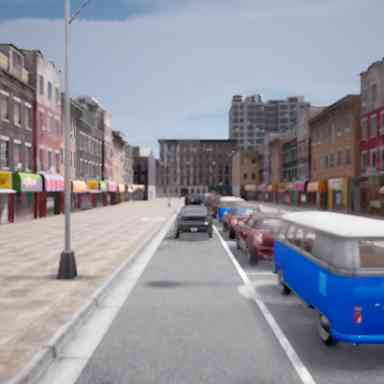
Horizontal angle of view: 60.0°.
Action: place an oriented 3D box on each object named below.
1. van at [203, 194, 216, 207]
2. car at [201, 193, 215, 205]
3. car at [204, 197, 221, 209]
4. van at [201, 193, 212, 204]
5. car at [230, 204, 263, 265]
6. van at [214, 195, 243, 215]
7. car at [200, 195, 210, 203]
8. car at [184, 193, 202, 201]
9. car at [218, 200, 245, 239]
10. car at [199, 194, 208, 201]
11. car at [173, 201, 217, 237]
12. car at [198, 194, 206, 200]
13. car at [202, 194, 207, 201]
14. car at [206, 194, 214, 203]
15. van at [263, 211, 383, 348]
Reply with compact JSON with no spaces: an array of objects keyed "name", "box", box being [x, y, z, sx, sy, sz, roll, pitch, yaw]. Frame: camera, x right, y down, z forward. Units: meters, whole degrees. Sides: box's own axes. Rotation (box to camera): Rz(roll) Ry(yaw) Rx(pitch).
[{"name":"van","box":[2.616,1.211,49.866,1.690,1.788,3.998,0,0,0]},{"name":"car","box":[2.614,1.172,55.341,2.192,1.841,5.009,0,0,0]},{"name":"car","box":[2.619,1.434,44.391,2.008,1.369,4.403,0,0,0]},{"name":"van","box":[2.612,1.185,60.817,1.690,1.788,3.998,0,0,0]},{"name":"car","box":[2.631,1.406,11.538,1.967,1.590,4.097,0,0,0]},{"name":"van","box":[2.626,1.277,22.489,1.690,1.788,3.998,0,0,0]},{"name":"car","box":[2.611,1.355,66.463,1.752,1.417,4.829,0,0,0]},{"name":"car","box":[0.083,1.106,43.796,2.150,2.045,5.566,0,0,0]},{"name":"car","box":[2.628,1.391,17.014,1.967,1.590,4.097,0,0,0]},{"name":"car","box":[2.607,1.243,77.244,1.967,1.590,4.097,0,0,0]},{"name":"car","box":[0.093,1.454,17.566,1.837,1.490,4.892,0,0,0]},{"name":"car","box":[2.603,1.327,88.195,2.008,1.369,4.403,0,0,0]},{"name":"car","box":[2.620,1.211,38.915,2.192,1.841,5.009,0,0,0]},{"name":"car","box":[2.622,1.238,27.962,2.192,1.841,5.009,0,0,0]},{"name":"van","box":[2.632,1.322,6.063,1.690,1.788,3.998,0,0,0]}]
